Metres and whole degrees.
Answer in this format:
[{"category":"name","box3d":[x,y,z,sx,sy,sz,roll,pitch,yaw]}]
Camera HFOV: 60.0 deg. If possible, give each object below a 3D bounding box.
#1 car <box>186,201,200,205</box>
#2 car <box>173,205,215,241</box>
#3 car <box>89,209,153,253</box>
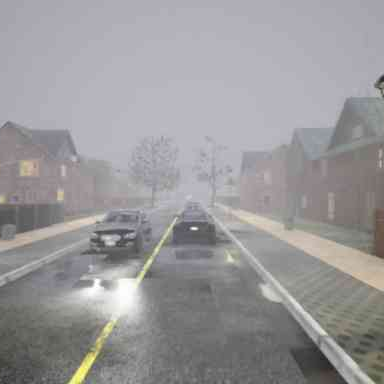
[{"category":"car","box3d":[0.096,1.645,34.934,2.033,1.411,5.357,0,0,0]},{"category":"car","box3d":[0.097,1.589,16.716,1.994,1.385,4.181,0,0,0]},{"category":"car","box3d":[-2.798,1.510,13.916,2.128,1.511,4.902,0,0,1]}]
